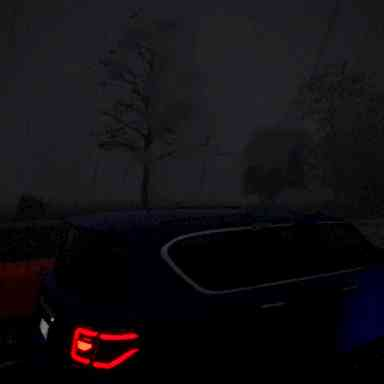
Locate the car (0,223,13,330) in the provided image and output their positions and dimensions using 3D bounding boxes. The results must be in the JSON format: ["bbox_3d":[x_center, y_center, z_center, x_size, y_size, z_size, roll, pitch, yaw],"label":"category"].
[{"bbox_3d":[-3.326,1.338,5.774,4.553,1.767,2.097,0,0,-35],"label":"car"}]

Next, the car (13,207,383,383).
[{"bbox_3d":[0.984,1.214,4.288,5.566,2.045,2.150,0,0,-34],"label":"car"}]
